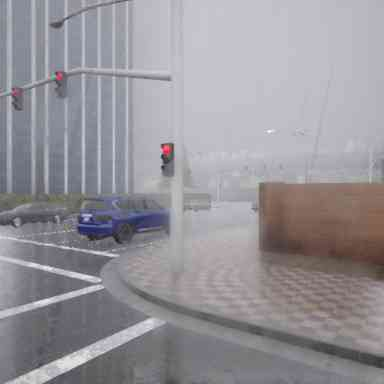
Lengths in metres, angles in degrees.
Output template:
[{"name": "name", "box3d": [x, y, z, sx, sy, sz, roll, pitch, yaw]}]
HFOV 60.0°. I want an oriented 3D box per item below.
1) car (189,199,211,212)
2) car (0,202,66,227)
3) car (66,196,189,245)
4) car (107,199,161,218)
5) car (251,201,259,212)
[{"name": "car", "box3d": [0.519, 1.564, 39.040, 1.994, 1.385, 4.181, 0, 0, 35]}, {"name": "car", "box3d": [-10.967, 1.505, 22.907, 1.837, 1.490, 4.892, 0, 0, 35]}, {"name": "car", "box3d": [-2.801, 1.221, 15.927, 2.150, 2.045, 5.566, 0, 0, 35]}, {"name": "car", "box3d": [-5.258, 1.491, 30.936, 2.128, 1.511, 4.902, 0, 0, 35]}, {"name": "car", "box3d": [8.656, 1.547, 38.099, 2.033, 1.411, 5.357, 0, 0, 35]}]
